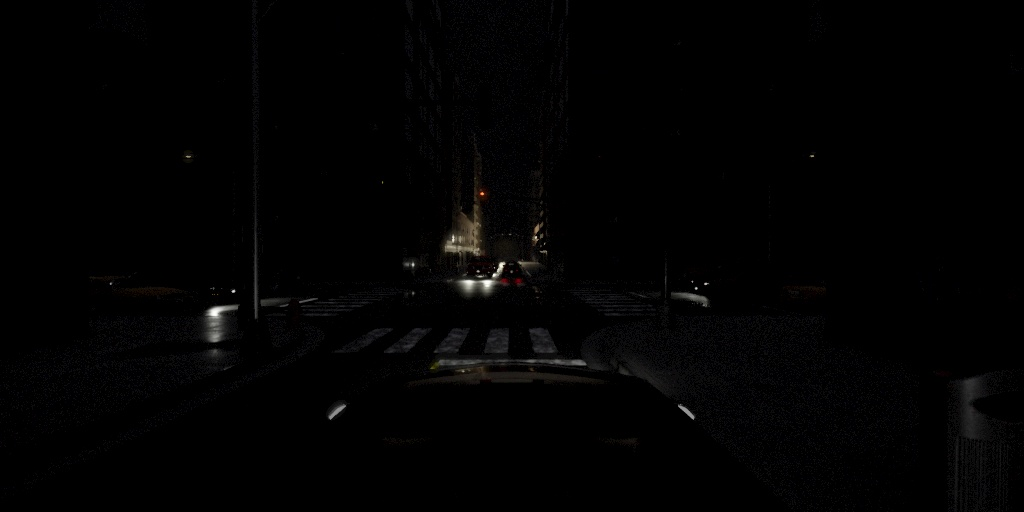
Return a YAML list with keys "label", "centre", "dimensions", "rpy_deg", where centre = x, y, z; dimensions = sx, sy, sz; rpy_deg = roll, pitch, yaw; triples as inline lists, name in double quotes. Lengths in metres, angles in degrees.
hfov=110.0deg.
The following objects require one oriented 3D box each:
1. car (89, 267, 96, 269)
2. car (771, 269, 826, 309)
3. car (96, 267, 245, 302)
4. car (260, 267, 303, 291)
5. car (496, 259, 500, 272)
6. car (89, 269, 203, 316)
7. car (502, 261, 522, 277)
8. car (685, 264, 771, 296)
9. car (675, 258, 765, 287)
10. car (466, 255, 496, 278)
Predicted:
- label: "car"
  centre: [-25.392, 1.314, 20.956]
  dimensions: [4.313, 1.339, 1.948]
  rpy_deg: [0, 0, 0]
- label: "car"
  centre: [12.481, 1.280, 12.949]
  dimensions: [4.829, 1.417, 1.751]
  rpy_deg: [0, 0, 0]
- label: "car"
  centre: [-14.408, 1.271, 15.484]
  dimensions: [4.892, 1.490, 1.837]
  rpy_deg: [0, 0, 1]
- label: "car"
  centre: [-14.567, 1.306, 20.961]
  dimensions: [4.313, 1.339, 1.948]
  rpy_deg: [0, 0, 0]
- label: "car"
  centre: [-2.924, 0.955, 44.266]
  dimensions: [2.150, 2.045, 5.566]
  rpy_deg: [0, 0, 0]
- label: "car"
  centre: [-14.402, 1.304, 12.936]
  dimensions: [4.829, 1.417, 1.751]
  rpy_deg: [0, 0, 0]
- label: "car"
  centre: [-0.011, 1.265, 35.998]
  dimensions: [1.812, 1.442, 4.674]
  rpy_deg: [0, 0, 0]
- label: "car"
  centre: [12.176, 1.276, 18.408]
  dimensions: [5.357, 1.411, 2.033]
  rpy_deg: [0, 0, 2]
- label: "car"
  centre: [12.316, 1.032, 20.974]
  dimensions: [5.009, 1.841, 2.192]
  rpy_deg: [0, 0, 0]
- label: "car"
  centre: [-2.907, 0.963, 33.542]
  dimensions: [2.150, 2.045, 5.566]
  rpy_deg: [0, 0, 0]
